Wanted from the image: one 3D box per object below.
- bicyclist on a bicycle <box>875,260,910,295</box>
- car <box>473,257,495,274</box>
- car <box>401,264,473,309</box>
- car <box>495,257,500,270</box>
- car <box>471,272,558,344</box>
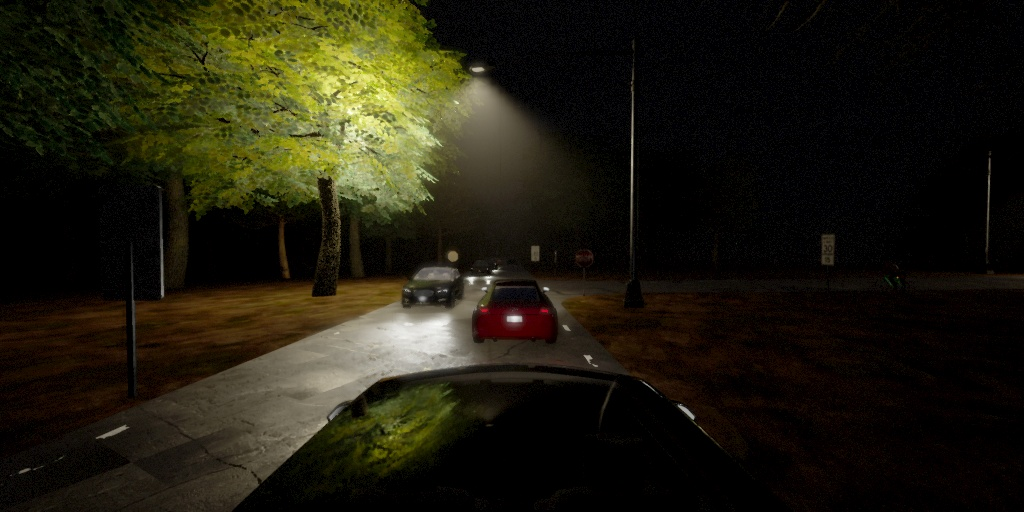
[{"bbox_3d":[18.546,1.038,17.518,0.582,1.620,1.656,-1,0,0],"label":"bicyclist on a bicycle"},{"bbox_3d":[-3.092,1.154,36.826,1.882,1.535,5.008,0,0,0],"label":"car"},{"bbox_3d":[-3.101,1.219,14.901,2.128,1.511,4.902,1,0,0],"label":"car"},{"bbox_3d":[-3.086,0.983,49.255,2.097,1.767,4.553,0,0,0],"label":"car"},{"bbox_3d":[0.088,1.308,9.631,1.994,1.385,4.181,0,0,1],"label":"car"}]
